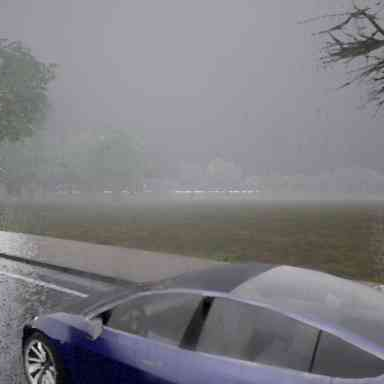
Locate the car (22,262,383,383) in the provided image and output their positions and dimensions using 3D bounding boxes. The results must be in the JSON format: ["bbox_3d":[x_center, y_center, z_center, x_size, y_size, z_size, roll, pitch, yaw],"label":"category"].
[{"bbox_3d":[0.226,1.504,3.400,4.792,1.488,2.163,0,0,35],"label":"car"}]
